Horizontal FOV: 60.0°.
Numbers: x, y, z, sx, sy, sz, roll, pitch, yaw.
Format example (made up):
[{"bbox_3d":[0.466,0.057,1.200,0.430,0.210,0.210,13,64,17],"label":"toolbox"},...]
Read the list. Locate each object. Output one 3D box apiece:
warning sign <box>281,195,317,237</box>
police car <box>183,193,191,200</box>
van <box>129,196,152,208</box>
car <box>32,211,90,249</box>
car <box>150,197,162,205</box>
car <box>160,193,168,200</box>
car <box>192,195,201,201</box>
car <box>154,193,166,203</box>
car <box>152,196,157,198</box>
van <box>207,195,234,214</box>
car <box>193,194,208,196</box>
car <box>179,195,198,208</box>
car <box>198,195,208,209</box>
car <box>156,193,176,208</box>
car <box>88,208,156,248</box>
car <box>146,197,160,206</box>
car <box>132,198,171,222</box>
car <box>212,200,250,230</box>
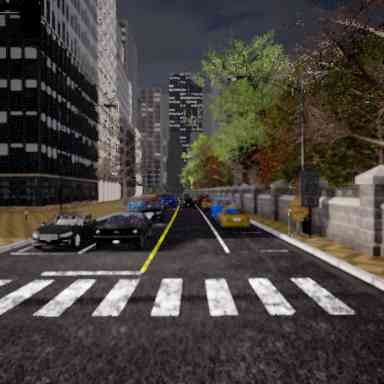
[{"bbox_3d":[4.875,1.064,15.289,1.300,1.860,1.060,0,0,0],"label":"warning sign"},{"bbox_3d":[-1.314,1.242,90.420,1.930,1.638,5.238,0,0,-3],"label":"police car"},{"bbox_3d":[-5.824,1.318,36.780,1.690,1.788,3.998,0,0,-1],"label":"van"},{"bbox_3d":[-5.378,1.567,14.600,2.008,1.369,4.403,0,0,0],"label":"car"},{"bbox_3d":[-6.377,1.513,58.966,1.802,1.307,4.206,0,0,-2],"label":"car"},{"bbox_3d":[-7.695,1.167,92.230,2.192,1.841,5.009,0,0,-3],"label":"car"},{"bbox_3d":[1.052,1.366,76.014,1.752,1.417,4.829,0,0,-2],"label":"car"},{"bbox_3d":[-6.752,1.221,70.054,2.192,1.841,5.009,0,0,-2],"label":"car"},{"bbox_3d":[-5.937,1.510,42.326,1.887,1.381,4.507,0,0,-1],"label":"car"},{"bbox_3d":[2.380,1.286,25.942,1.690,1.788,3.998,0,0,-1],"label":"van"},{"bbox_3d":[1.806,1.205,53.666,2.192,1.841,5.009,0,0,-2],"label":"car"},{"bbox_3d":[-0.543,1.450,45.343,1.812,1.442,4.674,0,0,-1],"label":"car"},{"bbox_3d":[2.081,1.438,42.742,1.752,1.417,4.829,0,0,-1],"label":"car"},{"bbox_3d":[-3.347,1.164,46.092,2.150,2.045,5.566,0,0,-1],"label":"car"},{"bbox_3d":[-2.920,1.600,14.945,1.895,1.301,4.718,0,0,0],"label":"car"},{"bbox_3d":[-6.213,1.488,53.418,1.887,1.381,4.507,0,0,-2],"label":"car"},{"bbox_3d":[-3.036,1.472,25.911,2.128,1.511,4.902,0,0,-1],"label":"car"},{"bbox_3d":[2.447,1.480,20.568,1.752,1.417,4.829,0,0,-1],"label":"car"}]
